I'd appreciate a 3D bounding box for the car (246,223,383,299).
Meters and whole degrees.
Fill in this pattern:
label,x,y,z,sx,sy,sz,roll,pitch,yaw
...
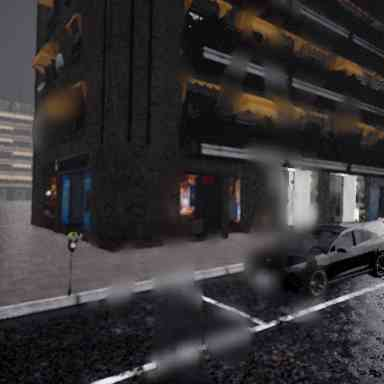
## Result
label,x,y,z,sx,sy,sz,roll,pitch,yaw
car,3.315,1.511,8.434,4.313,1.339,1.947,-1,2,-35
